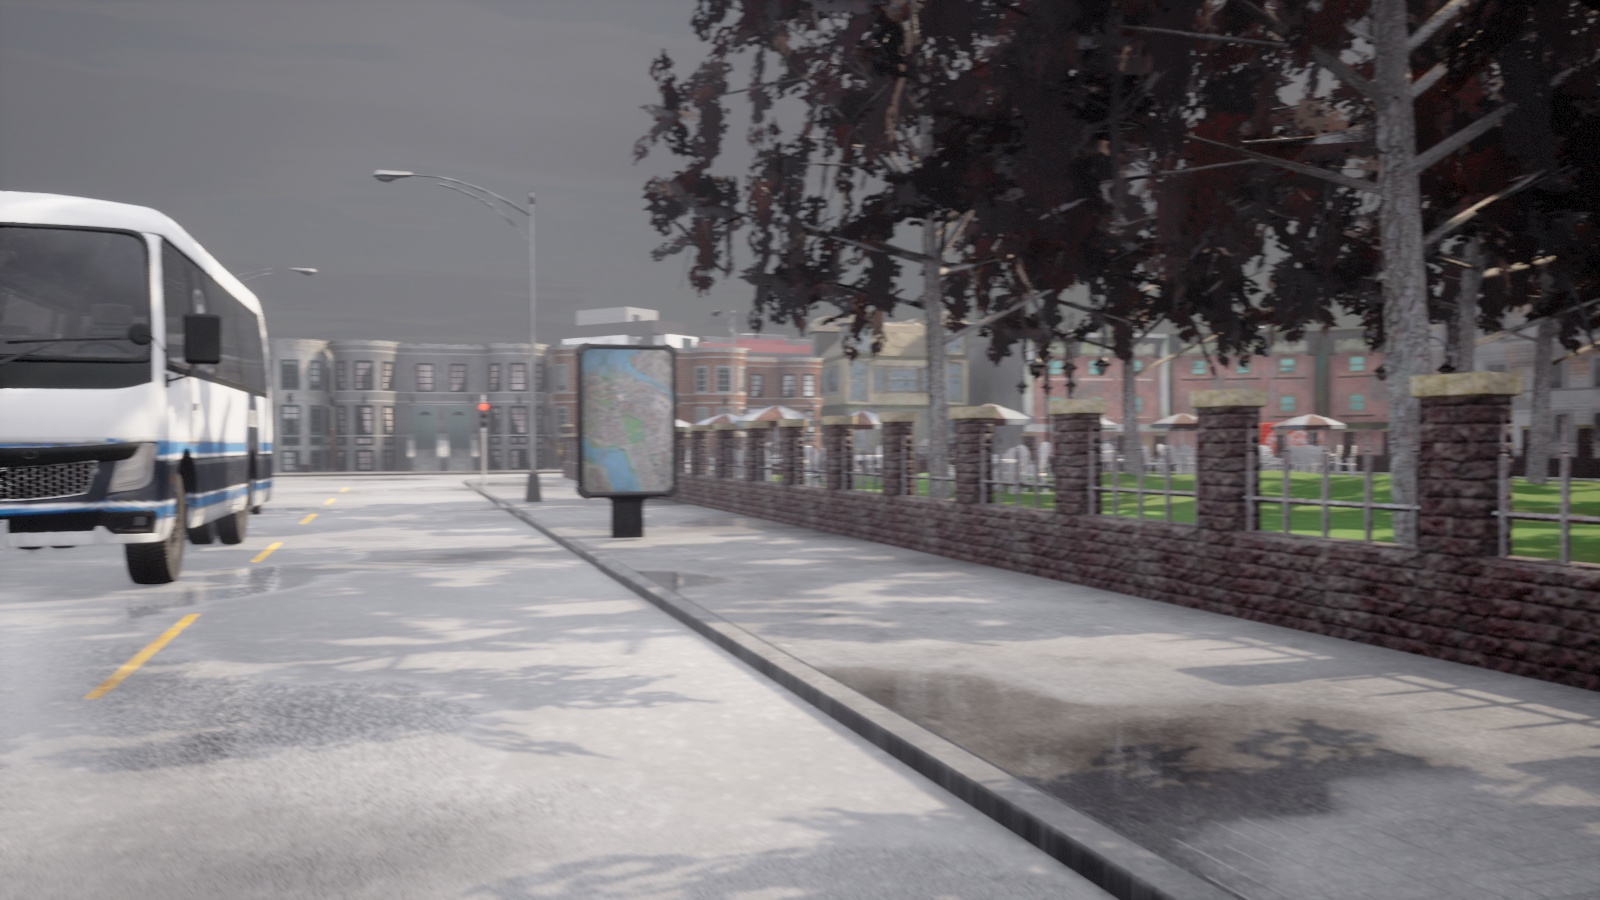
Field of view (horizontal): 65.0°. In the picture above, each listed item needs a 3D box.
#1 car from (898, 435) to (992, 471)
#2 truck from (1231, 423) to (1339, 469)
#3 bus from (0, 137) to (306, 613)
[{"bbox_3d":[7.751,0.143,67.174,4.605,1.855,1.932,-1,0,-17],"label":"car"},{"bbox_3d":[26.900,-0.233,69.703,5.204,2.467,2.627,0,0,32],"label":"truck"},{"bbox_3d":[-8.940,-0.695,16.054,3.944,4.253,10.273,0,0,-16],"label":"bus"}]
